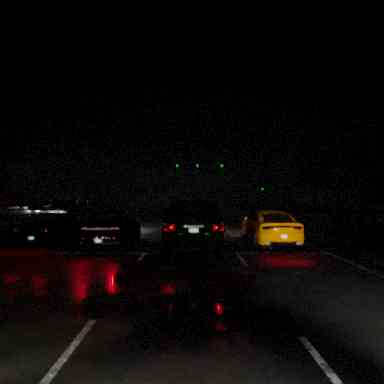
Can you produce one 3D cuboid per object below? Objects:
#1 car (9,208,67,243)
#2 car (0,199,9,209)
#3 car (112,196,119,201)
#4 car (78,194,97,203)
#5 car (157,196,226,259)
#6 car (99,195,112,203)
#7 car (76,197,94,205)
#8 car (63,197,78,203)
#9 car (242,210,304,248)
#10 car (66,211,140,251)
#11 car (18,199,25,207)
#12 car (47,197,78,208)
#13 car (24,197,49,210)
[{"bbox_3d":[-6.964,1.706,16.610,1.895,1.301,4.718,0,0,0],"label":"car"},{"bbox_3d":[-28.243,1.709,47.573,1.882,1.535,5.008,0,0,0],"label":"car"},{"bbox_3d":[-17.842,1.686,74.352,2.097,1.767,4.553,0,0,0],"label":"car"},{"bbox_3d":[-17.741,1.611,55.706,2.097,1.767,4.553,0,0,0],"label":"car"},{"bbox_3d":[0.051,1.309,13.072,2.150,2.045,5.566,0,0,0],"label":"car"},{"bbox_3d":[-17.757,1.842,64.954,2.033,1.411,5.357,0,0,0],"label":"car"},{"bbox_3d":[-21.263,1.827,66.431,2.128,1.511,4.902,0,0,0],"label":"car"},{"bbox_3d":[-28.689,1.892,78.792,2.033,1.411,5.357,0,0,-7],"label":"car"},{"bbox_3d":[3.540,1.576,15.291,1.882,1.535,5.008,0,0,0],"label":"car"},{"bbox_3d":[-3.458,1.587,14.650,2.128,1.511,4.902,0,0,0],"label":"car"},{"bbox_3d":[-28.228,1.775,57.638,1.837,1.490,4.892,0,0,0],"label":"car"},{"bbox_3d":[-17.763,1.784,45.848,1.994,1.385,4.181,0,0,0],"label":"car"},{"bbox_3d":[-21.254,1.790,46.829,1.994,1.385,4.181,0,0,0],"label":"car"}]
